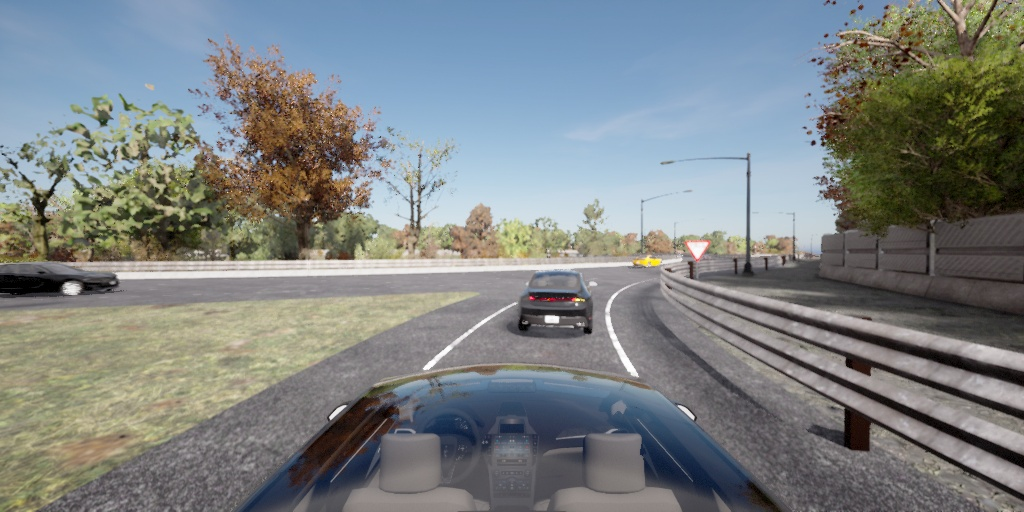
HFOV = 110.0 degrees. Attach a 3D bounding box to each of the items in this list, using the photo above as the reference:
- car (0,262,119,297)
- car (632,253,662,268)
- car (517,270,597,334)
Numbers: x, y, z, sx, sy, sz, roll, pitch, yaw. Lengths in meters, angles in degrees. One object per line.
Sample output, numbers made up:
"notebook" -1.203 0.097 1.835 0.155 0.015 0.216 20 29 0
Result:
"car" -21.464 1.020 16.386 5.008 1.535 1.882 0 1 -17
"car" 17.229 0.636 45.536 5.008 1.535 1.882 -1 1 -42
"car" 1.366 1.145 10.366 1.837 1.490 4.892 0 1 11
